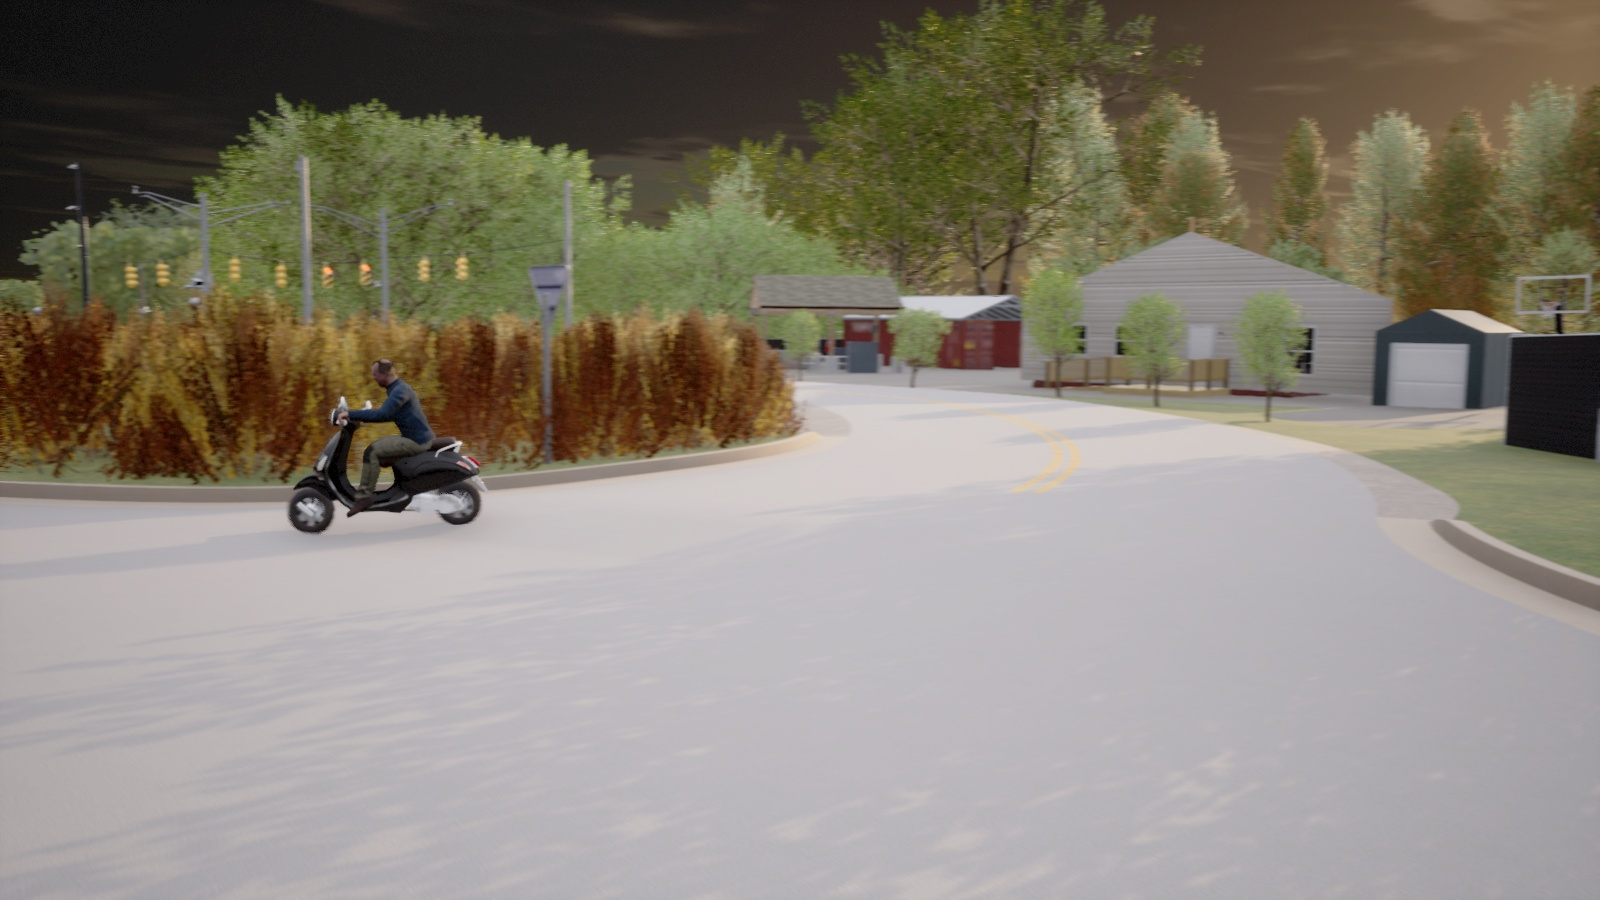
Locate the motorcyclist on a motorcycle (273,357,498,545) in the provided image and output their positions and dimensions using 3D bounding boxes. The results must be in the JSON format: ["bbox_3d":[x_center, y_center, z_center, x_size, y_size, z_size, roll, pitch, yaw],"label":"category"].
[{"bbox_3d":[-3.758,-0.033,11.570,1.817,1.590,0.866,-3,5,-13],"label":"motorcyclist on a motorcycle"}]
